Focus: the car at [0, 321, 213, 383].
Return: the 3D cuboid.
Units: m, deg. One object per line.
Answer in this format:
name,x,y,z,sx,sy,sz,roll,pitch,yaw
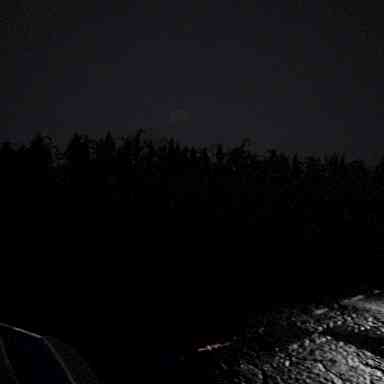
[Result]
car,-2.038,1.595,1.616,4.718,1.301,1.895,0,0,-36
